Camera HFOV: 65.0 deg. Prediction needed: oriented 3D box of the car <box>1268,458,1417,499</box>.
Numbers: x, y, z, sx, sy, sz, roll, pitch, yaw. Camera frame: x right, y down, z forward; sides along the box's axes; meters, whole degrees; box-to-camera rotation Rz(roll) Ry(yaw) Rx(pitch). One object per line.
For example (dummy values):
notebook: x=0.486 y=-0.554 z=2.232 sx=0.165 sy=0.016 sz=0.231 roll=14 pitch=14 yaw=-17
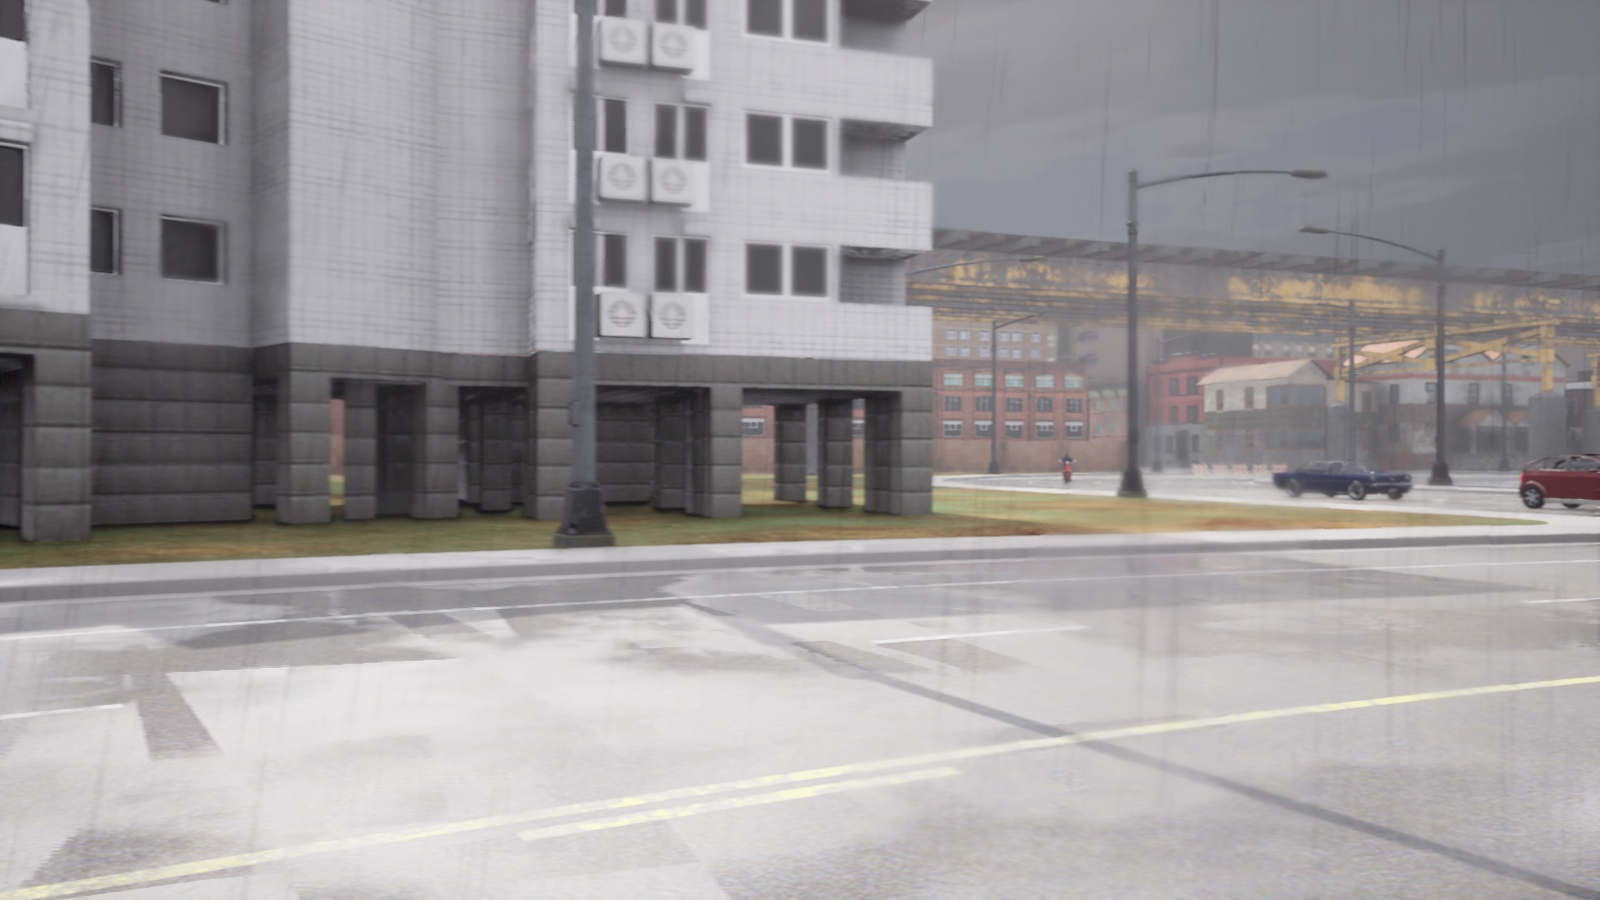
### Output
car: x=18.360 y=0.934 z=42.759 sx=1.895 sy=1.301 sz=4.718 roll=0 pitch=0 yaw=-20

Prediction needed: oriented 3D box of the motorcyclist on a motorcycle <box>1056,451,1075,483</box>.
motorcyclist on a motorcycle: x=13.624 y=0.856 z=64.531 sx=0.866 sy=1.590 sz=1.817 roll=1 pitch=0 yaw=9

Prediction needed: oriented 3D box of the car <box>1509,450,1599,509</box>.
car: x=21.558 y=0.783 z=34.160 sx=1.789 sy=1.549 sz=3.705 roll=0 pitch=0 yaw=-20
